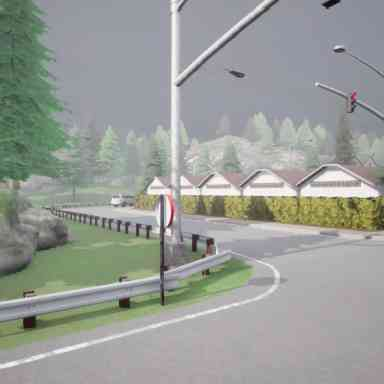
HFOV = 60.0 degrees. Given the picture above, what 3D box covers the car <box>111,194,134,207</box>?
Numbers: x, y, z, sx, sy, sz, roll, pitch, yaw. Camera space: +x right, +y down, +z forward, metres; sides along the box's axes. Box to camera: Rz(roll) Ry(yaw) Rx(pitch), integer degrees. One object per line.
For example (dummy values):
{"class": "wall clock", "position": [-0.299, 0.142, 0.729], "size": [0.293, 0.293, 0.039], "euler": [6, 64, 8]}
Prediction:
{"class": "car", "position": [-10.501, 1.398, 53.881], "size": [2.150, 2.045, 5.566], "euler": [0, 0, 36]}
